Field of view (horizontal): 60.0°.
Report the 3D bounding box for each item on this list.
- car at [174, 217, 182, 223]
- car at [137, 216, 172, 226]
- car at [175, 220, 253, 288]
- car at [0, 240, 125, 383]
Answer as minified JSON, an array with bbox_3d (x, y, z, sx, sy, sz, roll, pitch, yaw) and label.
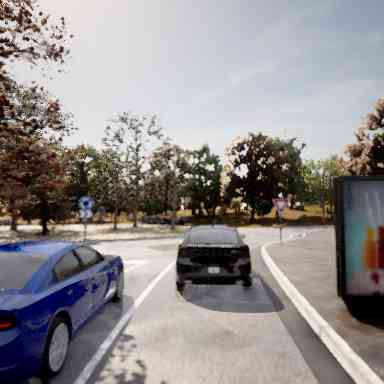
[{"bbox_3d":[-3.371,4.609,52.776,4.181,1.385,1.994,-2,-4,32],"label":"car"},{"bbox_3d":[-6.053,4.375,50.641,4.902,1.511,2.128,-1,-4,28],"label":"car"},{"bbox_3d":[0.610,1.700,9.861,1.882,1.535,5.008,0,-3,3],"label":"car"},{"bbox_3d":[-2.530,1.557,5.659,1.882,1.535,5.008,0,-1,3],"label":"car"}]
